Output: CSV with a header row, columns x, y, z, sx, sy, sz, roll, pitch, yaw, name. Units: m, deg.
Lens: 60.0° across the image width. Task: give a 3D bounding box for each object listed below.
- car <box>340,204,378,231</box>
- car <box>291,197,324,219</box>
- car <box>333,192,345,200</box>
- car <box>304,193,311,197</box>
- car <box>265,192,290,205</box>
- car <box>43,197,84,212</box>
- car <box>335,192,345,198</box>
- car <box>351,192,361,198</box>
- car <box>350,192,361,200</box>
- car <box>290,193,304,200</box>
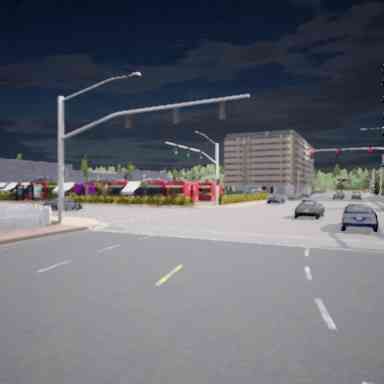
x,y,z,sx,sy,sz,roll,pitch,yaw,name
9.750,1.414,19.471,2.033,1.411,5.357,0,0,26,car
9.644,1.377,27.204,1.994,1.385,4.181,1,1,26,car
30.889,0.947,70.519,2.033,1.411,5.357,0,1,26,car
26.194,0.918,76.823,1.895,1.301,4.718,0,1,26,car
12.529,1.105,49.305,2.033,1.411,5.357,0,1,27,car
-13.124,1.236,33.859,4.181,1.385,1.994,1,1,27,car
35.435,0.723,79.729,1.994,1.385,4.181,0,1,26,car
38.574,0.737,78.180,2.033,1.411,5.357,0,1,26,car
34.028,0.958,68.970,1.812,1.442,4.674,0,1,26,car
19.389,0.950,63.078,1.837,1.490,4.892,1,1,27,car
